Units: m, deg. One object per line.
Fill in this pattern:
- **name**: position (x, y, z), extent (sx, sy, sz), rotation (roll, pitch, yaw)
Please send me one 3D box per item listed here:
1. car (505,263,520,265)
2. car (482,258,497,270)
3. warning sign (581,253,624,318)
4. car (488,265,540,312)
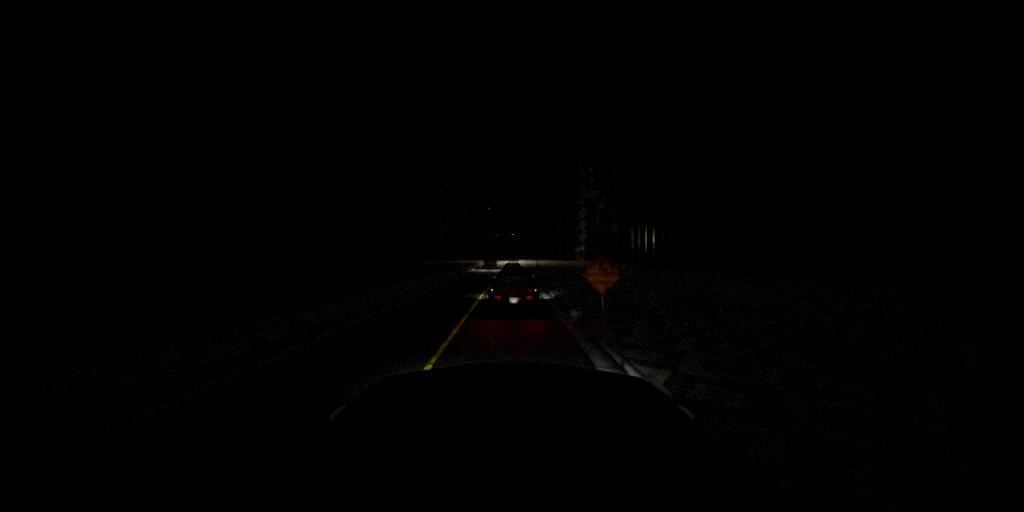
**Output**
- **car**: position (0.075, 1.239, 29.147), extent (1.994, 1.385, 4.181), rotation (0, 0, 0)
- **car**: position (-3.078, 1.079, 50.297), extent (1.882, 1.535, 5.008), rotation (0, 0, 0)
- **warning sign**: position (2.717, 0.846, 10.775), extent (1.300, 1.860, 1.060), rotation (0, 0, 0)
- **car**: position (0.071, 1.249, 13.922), extent (1.812, 1.442, 4.674), rotation (0, 0, 0)
